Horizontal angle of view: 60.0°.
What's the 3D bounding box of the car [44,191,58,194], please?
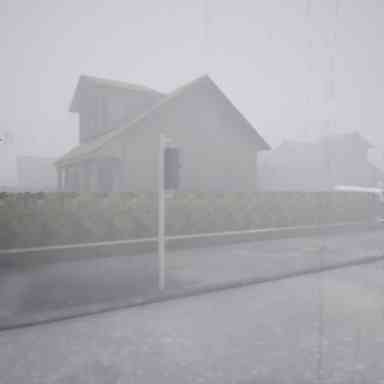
[{"bbox_3d":[-10.722,0.678,23.457,3.633,1.501,1.845,0,1,-34],"label":"car"}]
